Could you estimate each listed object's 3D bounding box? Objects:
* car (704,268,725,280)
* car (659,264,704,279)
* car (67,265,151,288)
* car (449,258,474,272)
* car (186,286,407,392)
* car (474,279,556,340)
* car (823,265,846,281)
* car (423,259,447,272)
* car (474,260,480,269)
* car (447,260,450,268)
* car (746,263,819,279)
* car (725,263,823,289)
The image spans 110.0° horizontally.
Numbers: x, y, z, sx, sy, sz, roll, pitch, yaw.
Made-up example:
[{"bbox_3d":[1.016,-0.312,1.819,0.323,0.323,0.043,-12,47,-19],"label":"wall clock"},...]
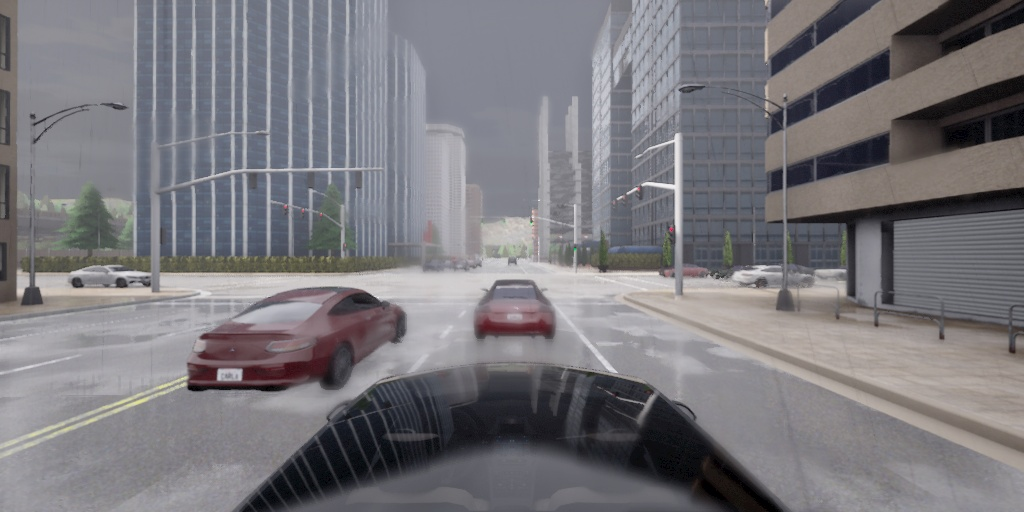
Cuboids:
[{"bbox_3d":[19.390,1.436,30.377,4.718,1.301,1.895,0,0,1],"label":"car"},{"bbox_3d":[16.169,1.410,33.916,4.181,1.385,1.994,0,0,1],"label":"car"},{"bbox_3d":[-26.431,1.341,23.704,4.674,1.442,1.812,0,0,1],"label":"car"},{"bbox_3d":[-7.038,1.387,50.771,2.128,1.511,4.902,0,0,0],"label":"car"},{"bbox_3d":[-3.434,1.290,6.690,1.812,1.442,4.674,0,0,0],"label":"car"},{"bbox_3d":[0.083,1.339,10.061,1.994,1.385,4.181,0,0,1],"label":"car"},{"bbox_3d":[28.558,1.436,30.275,4.718,1.301,1.895,0,0,1],"label":"car"},{"bbox_3d":[-10.545,1.240,48.248,2.097,1.767,4.553,0,0,0],"label":"car"},{"bbox_3d":[-7.018,1.451,60.725,1.812,1.442,4.674,0,0,1],"label":"car"},{"bbox_3d":[-10.531,1.443,58.063,1.812,1.442,4.674,0,0,1],"label":"car"},{"bbox_3d":[25.404,1.393,33.812,5.357,1.411,2.033,0,0,1],"label":"car"},{"bbox_3d":[16.856,1.339,23.204,4.674,1.442,1.812,0,0,1],"label":"car"}]
